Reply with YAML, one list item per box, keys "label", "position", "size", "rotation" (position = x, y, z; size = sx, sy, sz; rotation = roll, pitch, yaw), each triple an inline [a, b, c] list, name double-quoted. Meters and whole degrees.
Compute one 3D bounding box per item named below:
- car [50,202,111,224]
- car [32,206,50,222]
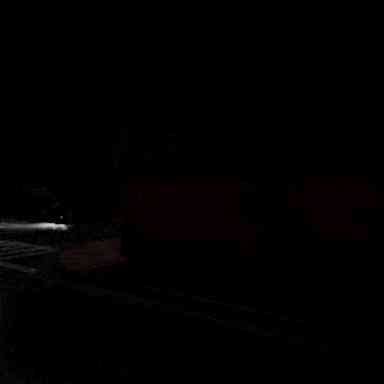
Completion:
- label: "car"
  position: [-8.403, 1.666, 25.928]
  size: [1.994, 1.385, 4.181]
  rotation: [0, 0, 35]
- label: "car"
  position: [-10.998, 1.596, 28.322]
  size: [1.882, 1.535, 5.008]
  rotation: [0, 0, 35]
